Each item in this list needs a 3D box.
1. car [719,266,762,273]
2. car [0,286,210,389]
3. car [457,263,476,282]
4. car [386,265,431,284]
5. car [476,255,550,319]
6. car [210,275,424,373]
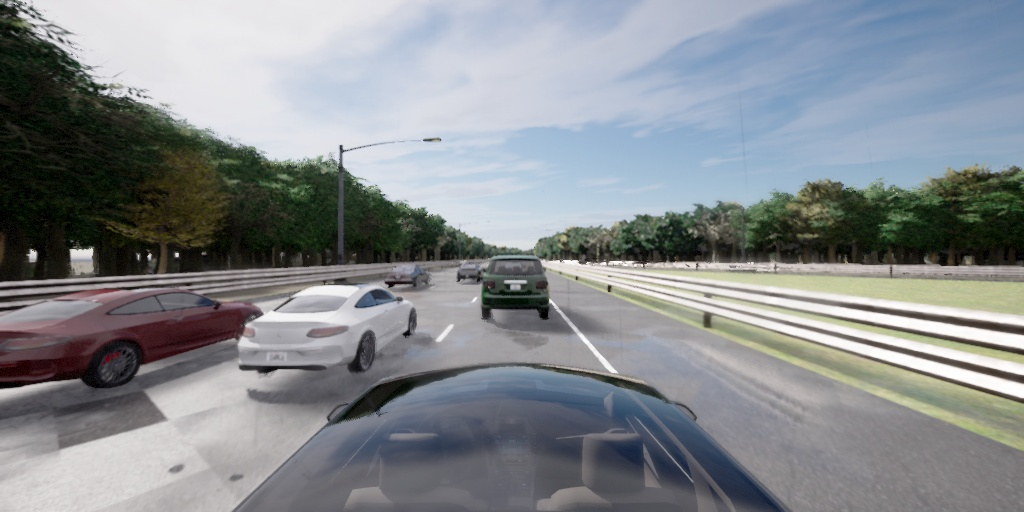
[{"bbox_3d":[33.871,1.716,53.231,2.033,1.411,5.357,0,0,-31],"label":"car"},{"bbox_3d":[-6.901,1.292,6.768,1.812,1.442,4.674,0,0,0],"label":"car"},{"bbox_3d":[-3.392,1.339,29.776,2.128,1.511,4.902,0,0,0],"label":"car"},{"bbox_3d":[-6.903,1.342,24.200,2.033,1.411,5.357,0,0,0],"label":"car"},{"bbox_3d":[0.105,1.007,13.096,2.150,2.045,5.566,0,0,0],"label":"car"},{"bbox_3d":[-3.399,1.293,7.490,1.812,1.442,4.674,0,0,0],"label":"car"}]
